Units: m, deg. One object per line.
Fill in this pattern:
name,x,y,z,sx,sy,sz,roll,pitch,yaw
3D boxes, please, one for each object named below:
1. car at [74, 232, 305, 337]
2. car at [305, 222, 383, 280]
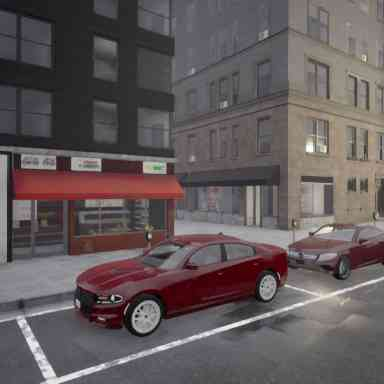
car,0.000,1.545,6.643,4.507,1.381,1.887,0,0,-35
car,4.521,1.577,9.863,4.206,1.307,1.802,0,0,-35
